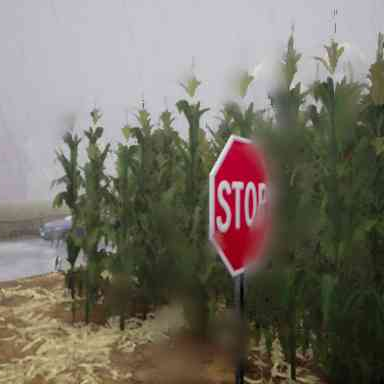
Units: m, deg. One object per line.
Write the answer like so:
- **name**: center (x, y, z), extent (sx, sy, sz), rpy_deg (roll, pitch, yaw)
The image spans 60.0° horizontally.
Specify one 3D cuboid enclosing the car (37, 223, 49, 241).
- **car**: center (-5.468, 1.685, 17.083), extent (1.812, 1.442, 4.674), rpy_deg (0, 0, 35)
